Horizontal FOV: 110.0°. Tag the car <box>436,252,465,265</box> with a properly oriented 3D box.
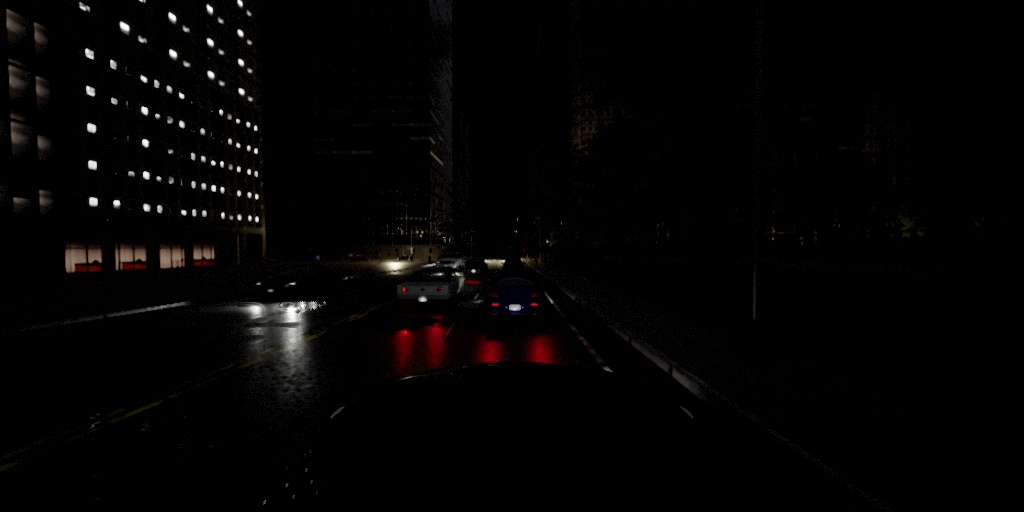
[{"bbox_3d":[-6.584,0.604,38.564,2.150,2.045,5.566,0,0,0],"label":"car"}]

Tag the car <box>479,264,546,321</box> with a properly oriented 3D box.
[{"bbox_3d":[0.085,1.172,11.823,1.812,1.442,4.674,0,1,0],"label":"car"}]

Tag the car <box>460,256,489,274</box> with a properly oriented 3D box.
[{"bbox_3d":[-3.147,0.951,31.769,1.837,1.490,4.892,0,1,0],"label":"car"}]

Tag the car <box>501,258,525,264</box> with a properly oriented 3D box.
[{"bbox_3d":[0.103,0.951,31.756,1.837,1.490,4.892,0,1,0],"label":"car"}]

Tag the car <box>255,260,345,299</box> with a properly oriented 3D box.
[{"bbox_3d":[-9.845,1.120,16.946,1.812,1.442,4.674,0,1,0],"label":"car"}]

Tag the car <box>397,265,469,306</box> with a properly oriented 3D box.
[{"bbox_3d":[-3.153,1.216,14.938,1.895,1.301,4.718,0,1,0],"label":"car"}]
